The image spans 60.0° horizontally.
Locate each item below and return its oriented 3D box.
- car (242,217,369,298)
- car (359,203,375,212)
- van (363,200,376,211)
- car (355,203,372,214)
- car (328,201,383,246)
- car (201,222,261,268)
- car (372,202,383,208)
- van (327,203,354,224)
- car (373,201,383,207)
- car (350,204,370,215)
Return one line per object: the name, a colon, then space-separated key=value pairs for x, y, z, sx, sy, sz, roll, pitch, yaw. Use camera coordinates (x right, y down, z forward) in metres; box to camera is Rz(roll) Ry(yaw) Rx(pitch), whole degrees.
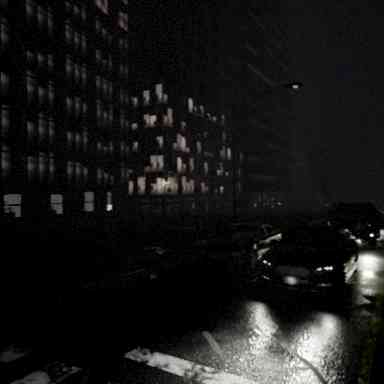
car: x=3.427 y=1.669 z=9.226 sx=2.128 sy=1.511 sz=4.902 roll=-1 pitch=-1 yaw=32
car: x=28.752 y=2.536 z=54.603 sx=1.887 sy=1.381 sz=4.507 roll=-2 pitch=-2 yaw=32
van: x=31.732 y=2.421 z=59.376 sx=1.690 sy=1.788 sz=3.998 roll=-2 pitch=-2 yaw=32
car: x=25.678 y=2.427 z=49.692 sx=1.752 sy=1.417 sz=4.829 roll=-2 pitch=-2 yaw=32
car: x=8.618 y=1.540 z=17.534 sx=2.150 sy=2.045 sz=5.566 roll=-1 pitch=-1 yaw=32
car: x=1.900 y=1.786 z=11.689 sx=2.008 sy=1.369 sz=4.403 roll=-2 pitch=-2 yaw=32
car: x=43.670 y=2.989 z=78.441 sx=2.008 sy=1.369 sz=4.403 roll=-2 pitch=-2 yaw=32
van: x=13.831 y=1.904 z=30.769 sx=1.690 sy=1.788 sz=3.998 roll=-2 pitch=-2 yaw=32
car: x=46.653 y=3.080 z=83.209 sx=2.008 sy=1.369 sz=4.403 roll=-2 pitch=-2 yaw=32
car: x=22.785 y=2.368 z=45.066 sx=2.008 sy=1.369 sz=4.403 roll=-2 pitch=-2 yaw=32
